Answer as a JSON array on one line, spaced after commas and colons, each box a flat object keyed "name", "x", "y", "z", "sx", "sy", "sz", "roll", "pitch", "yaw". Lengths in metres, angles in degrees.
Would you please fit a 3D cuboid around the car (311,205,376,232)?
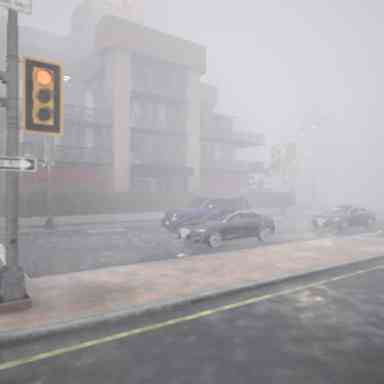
[{"name": "car", "x": 9.334, "y": 1.536, "z": 20.372, "sx": 4.902, "sy": 1.511, "sz": 2.128, "roll": 0, "pitch": 0, "yaw": -35}]

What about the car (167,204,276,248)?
[{"name": "car", "x": 1.653, "y": 1.514, "z": 14.901, "sx": 4.902, "sy": 1.511, "sz": 2.128, "roll": 0, "pitch": 0, "yaw": -35}]

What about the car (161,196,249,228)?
[{"name": "car", "x": 0.990, "y": 1.248, "z": 18.700, "sx": 5.566, "sy": 2.045, "sz": 2.150, "roll": 0, "pitch": 0, "yaw": -35}]
